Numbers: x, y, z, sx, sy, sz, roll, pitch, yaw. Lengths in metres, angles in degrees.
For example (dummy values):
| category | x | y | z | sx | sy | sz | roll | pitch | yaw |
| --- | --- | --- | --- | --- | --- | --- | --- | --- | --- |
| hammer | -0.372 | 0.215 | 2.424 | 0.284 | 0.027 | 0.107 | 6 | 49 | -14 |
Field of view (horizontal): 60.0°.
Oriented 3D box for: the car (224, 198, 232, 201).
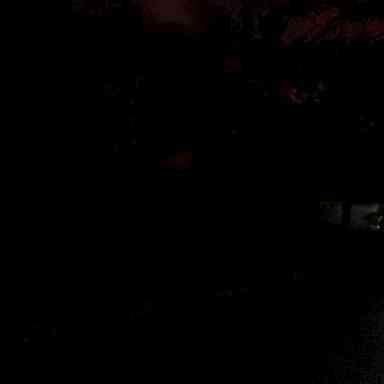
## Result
| category | x | y | z | sx | sy | sz | roll | pitch | yaw |
| --- | --- | --- | --- | --- | --- | --- | --- | --- | --- |
| car | 4.411 | 1.992 | 58.120 | 2.435 | 2.045 | 5.566 | 0 | 0 | -36 |

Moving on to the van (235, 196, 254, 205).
| category | x | y | z | sx | sy | sz | roll | pitch | yaw |
| --- | --- | --- | --- | --- | --- | --- | --- | --- | --- |
| van | 12.661 | 2.092 | 79.925 | 1.878 | 1.987 | 4.442 | 0 | 0 | -36 |

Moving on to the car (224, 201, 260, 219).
| category | x | y | z | sx | sy | sz | roll | pitch | yaw |
| --- | --- | --- | --- | --- | --- | --- | --- | --- | --- |
| car | 5.053 | 2.062 | 35.822 | 1.882 | 1.535 | 5.008 | 4 | -3 | -34 |

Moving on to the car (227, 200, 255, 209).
| category | x | y | z | sx | sy | sz | roll | pitch | yaw |
| --- | --- | --- | --- | --- | --- | --- | --- | --- | --- |
| car | 8.953 | 2.258 | 61.340 | 2.097 | 1.535 | 5.008 | 0 | 0 | -36 |

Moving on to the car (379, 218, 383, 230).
| category | x | y | z | sx | sy | sz | roll | pitch | yaw |
| --- | --- | --- | --- | --- | --- | --- | --- | --- | --- |
| car | 13.826 | 1.860 | 20.581 | 1.812 | 1.442 | 4.674 | 4 | -2 | -9 |

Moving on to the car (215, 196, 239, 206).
| category | x | y | z | sx | sy | sz | roll | pitch | yaw |
| --- | --- | --- | --- | --- | --- | --- | --- | --- | --- |
| car | 8.049 | 2.039 | 76.734 | 2.435 | 2.045 | 5.566 | 0 | 0 | -36 |
